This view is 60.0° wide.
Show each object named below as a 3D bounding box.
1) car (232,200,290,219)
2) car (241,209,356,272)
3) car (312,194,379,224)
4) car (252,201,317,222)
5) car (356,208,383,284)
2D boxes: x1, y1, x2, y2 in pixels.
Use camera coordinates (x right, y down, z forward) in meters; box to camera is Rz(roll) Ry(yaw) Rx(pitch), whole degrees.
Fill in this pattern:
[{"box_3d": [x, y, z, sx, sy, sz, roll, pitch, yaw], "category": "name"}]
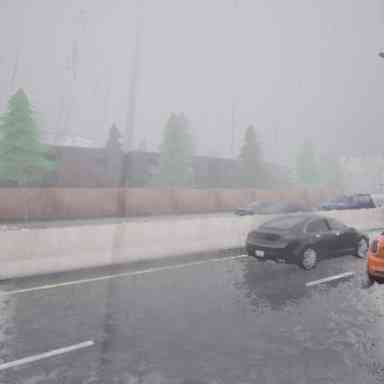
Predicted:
[{"box_3d": [6.284, 1.491, 29.963, 5.357, 1.411, 2.033, 0, 0, -36], "category": "car"}, {"box_3d": [3.899, 1.482, 10.828, 4.892, 1.490, 1.837, 0, 0, -35], "category": "car"}, {"box_3d": [11.699, 1.161, 25.250, 5.566, 2.045, 2.150, 0, 0, -36], "category": "car"}, {"box_3d": [7.462, 1.493, 26.505, 5.357, 1.411, 2.033, 0, 0, -35], "category": "car"}, {"box_3d": [6.404, 1.327, 8.315, 4.553, 1.767, 2.097, 0, 0, -35], "category": "car"}]
